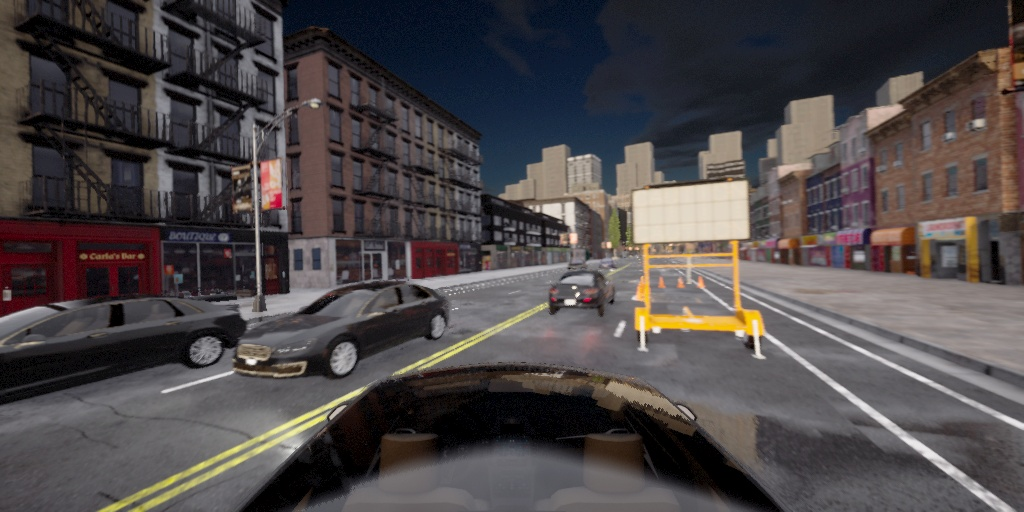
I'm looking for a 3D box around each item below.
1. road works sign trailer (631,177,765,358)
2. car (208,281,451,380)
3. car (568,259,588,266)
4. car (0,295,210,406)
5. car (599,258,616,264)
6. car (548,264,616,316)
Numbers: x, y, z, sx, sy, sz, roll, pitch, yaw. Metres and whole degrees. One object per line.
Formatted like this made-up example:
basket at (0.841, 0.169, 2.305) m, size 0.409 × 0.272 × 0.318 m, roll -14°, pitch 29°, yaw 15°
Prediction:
road works sign trailer at (4.123, 0.099, 8.269) m, size 2.380 × 3.560 × 2.880 m, roll 0°, pitch 0°, yaw 22°
car at (-3.170, 1.369, 7.826) m, size 1.837 × 1.490 × 4.892 m, roll -2°, pitch 0°, yaw 22°
car at (8.571, 1.152, 46.292) m, size 2.033 × 1.411 × 5.357 m, roll -2°, pitch 0°, yaw 22°
car at (-7.357, 1.498, 6.067) m, size 1.837 × 1.490 × 4.892 m, roll -2°, pitch 0°, yaw 22°
car at (12.868, 1.002, 48.295) m, size 1.812 × 1.442 × 4.674 m, roll -2°, pitch 0°, yaw 22°
car at (2.626, 1.220, 13.110) m, size 1.812 × 1.442 × 4.674 m, roll -2°, pitch 0°, yaw 22°
